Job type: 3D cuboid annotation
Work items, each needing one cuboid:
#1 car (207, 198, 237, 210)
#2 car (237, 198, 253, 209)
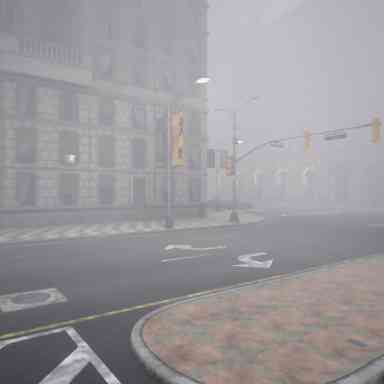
[{"bbox_3d":[3.282,1.564,42.907,1.994,1.385,4.181,0,0,-36],"label":"car"},{"bbox_3d":[6.224,1.564,44.813,1.994,1.385,4.181,0,0,-36],"label":"car"}]
